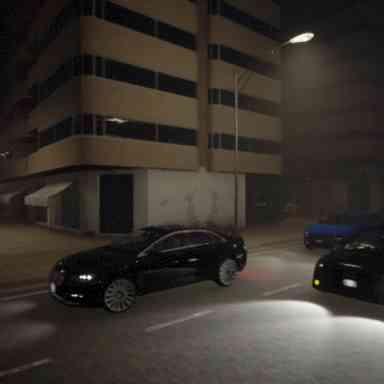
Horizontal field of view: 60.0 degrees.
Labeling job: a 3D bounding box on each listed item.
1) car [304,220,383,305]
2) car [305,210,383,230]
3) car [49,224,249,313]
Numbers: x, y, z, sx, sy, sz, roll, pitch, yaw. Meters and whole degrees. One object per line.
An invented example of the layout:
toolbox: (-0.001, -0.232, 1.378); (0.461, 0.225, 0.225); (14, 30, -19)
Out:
car: (4.647, 1.603, 7.796); (4.181, 1.385, 1.994); (0, -1, -39)
car: (6.639, 1.559, 13.901); (5.008, 1.535, 1.882); (0, -1, -39)
car: (-0.757, 1.575, 7.951); (4.902, 1.511, 2.128); (0, -1, -38)
